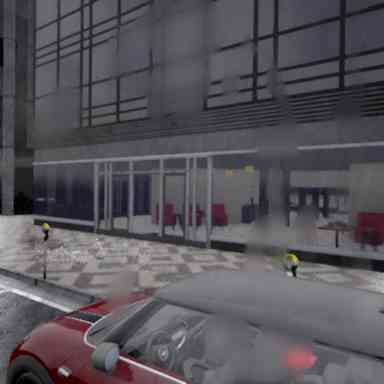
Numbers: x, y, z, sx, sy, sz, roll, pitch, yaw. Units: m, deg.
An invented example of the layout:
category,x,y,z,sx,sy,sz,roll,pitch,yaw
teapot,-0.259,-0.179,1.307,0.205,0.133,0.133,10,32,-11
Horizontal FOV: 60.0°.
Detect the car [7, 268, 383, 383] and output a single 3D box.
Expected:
category,x,y,z,sx,sy,sz,roll,pitch,yaw
car,0.200,1.421,2.817,4.097,1.590,1.967,1,1,36
